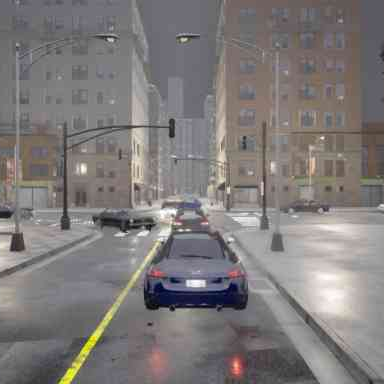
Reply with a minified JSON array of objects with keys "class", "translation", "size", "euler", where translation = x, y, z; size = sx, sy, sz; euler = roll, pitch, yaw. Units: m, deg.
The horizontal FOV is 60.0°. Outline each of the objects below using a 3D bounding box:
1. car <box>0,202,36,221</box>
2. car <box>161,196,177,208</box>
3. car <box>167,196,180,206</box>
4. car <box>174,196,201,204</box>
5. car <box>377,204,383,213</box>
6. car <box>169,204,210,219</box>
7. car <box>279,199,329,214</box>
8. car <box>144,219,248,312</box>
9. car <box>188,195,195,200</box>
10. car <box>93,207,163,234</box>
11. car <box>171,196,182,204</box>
[{"class":"car","translation":[-15.013,1.541,26.456],"size":[4.902,1.511,2.128],"euler":[0,0,0]},{"class":"car","translation":[-3.072,1.617,44.848],"size":[1.895,1.301,4.718],"euler":[0,0,0]},{"class":"car","translation":[-3.098,1.505,55.140],"size":[1.882,1.535,5.008],"euler":[0,0,0]},{"class":"car","translation":[-0.180,1.484,36.785],"size":[1.882,1.535,5.008],"euler":[1,0,10]},{"class":"car","translation":[21.172,1.436,33.376],"size":[4.674,1.442,1.812],"euler":[0,0,0]},{"class":"car","translation":[-0.085,1.525,16.551],"size":[1.812,1.442,4.674],"euler":[0,0,-1]},{"class":"car","translation":[11.161,1.449,33.319],"size":[4.892,1.490,1.837],"euler":[0,0,0]},{"class":"car","translation":[0.084,1.564,7.807],"size":[1.994,1.385,4.181],"euler":[0,0,0]},{"class":"car","translation":[-0.104,1.484,86.349],"size":[1.895,1.301,4.718],"euler":[0,0,0]},{"class":"car","translation":[-4.015,1.603,19.593],"size":[1.895,1.301,4.718],"euler":[0,0,-41]},{"class":"car","translation":[-3.063,1.587,67.024],"size":[2.033,1.411,5.357],"euler":[0,0,0]}]
